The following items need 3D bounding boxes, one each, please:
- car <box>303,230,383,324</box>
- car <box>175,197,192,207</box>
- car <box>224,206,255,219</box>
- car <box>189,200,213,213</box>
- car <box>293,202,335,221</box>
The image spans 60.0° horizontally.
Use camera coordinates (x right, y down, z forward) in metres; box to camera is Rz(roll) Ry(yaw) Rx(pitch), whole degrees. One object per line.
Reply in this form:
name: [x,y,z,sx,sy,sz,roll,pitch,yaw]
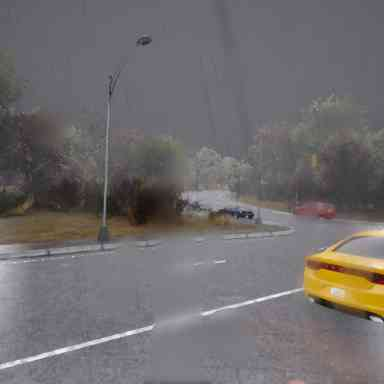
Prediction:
car: [4.431,1.544,6.915,5.008,1.535,1.882,1,-1,-35]
car: [-1.502,1.654,54.739,1.994,1.385,4.181,2,2,-13]
car: [4.706,2.145,35.463,1.895,1.301,4.718,3,-1,-22]
car: [1.308,1.911,44.676,1.837,1.490,4.892,2,0,-17]
car: [14.343,2.201,39.252,2.150,2.045,5.566,2,-1,-19]
